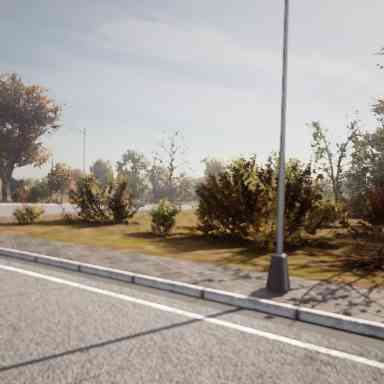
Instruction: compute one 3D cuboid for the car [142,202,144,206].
[{"bbox_3d":[-10.301,1.995,58.822,2.033,1.411,5.357,2,-2,20],"label":"car"}]
